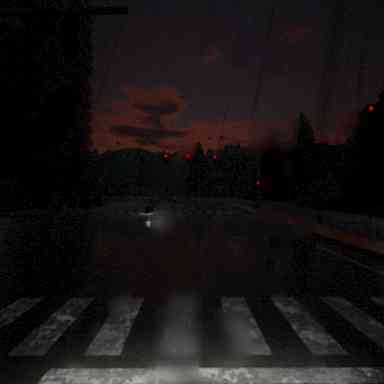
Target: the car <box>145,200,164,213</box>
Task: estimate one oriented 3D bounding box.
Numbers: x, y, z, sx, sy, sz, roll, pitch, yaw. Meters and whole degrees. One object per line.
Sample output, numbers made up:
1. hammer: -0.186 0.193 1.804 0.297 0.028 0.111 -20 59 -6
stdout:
1. car: -4.058 1.573 36.407 1.994 1.385 4.181 0 0 -5
